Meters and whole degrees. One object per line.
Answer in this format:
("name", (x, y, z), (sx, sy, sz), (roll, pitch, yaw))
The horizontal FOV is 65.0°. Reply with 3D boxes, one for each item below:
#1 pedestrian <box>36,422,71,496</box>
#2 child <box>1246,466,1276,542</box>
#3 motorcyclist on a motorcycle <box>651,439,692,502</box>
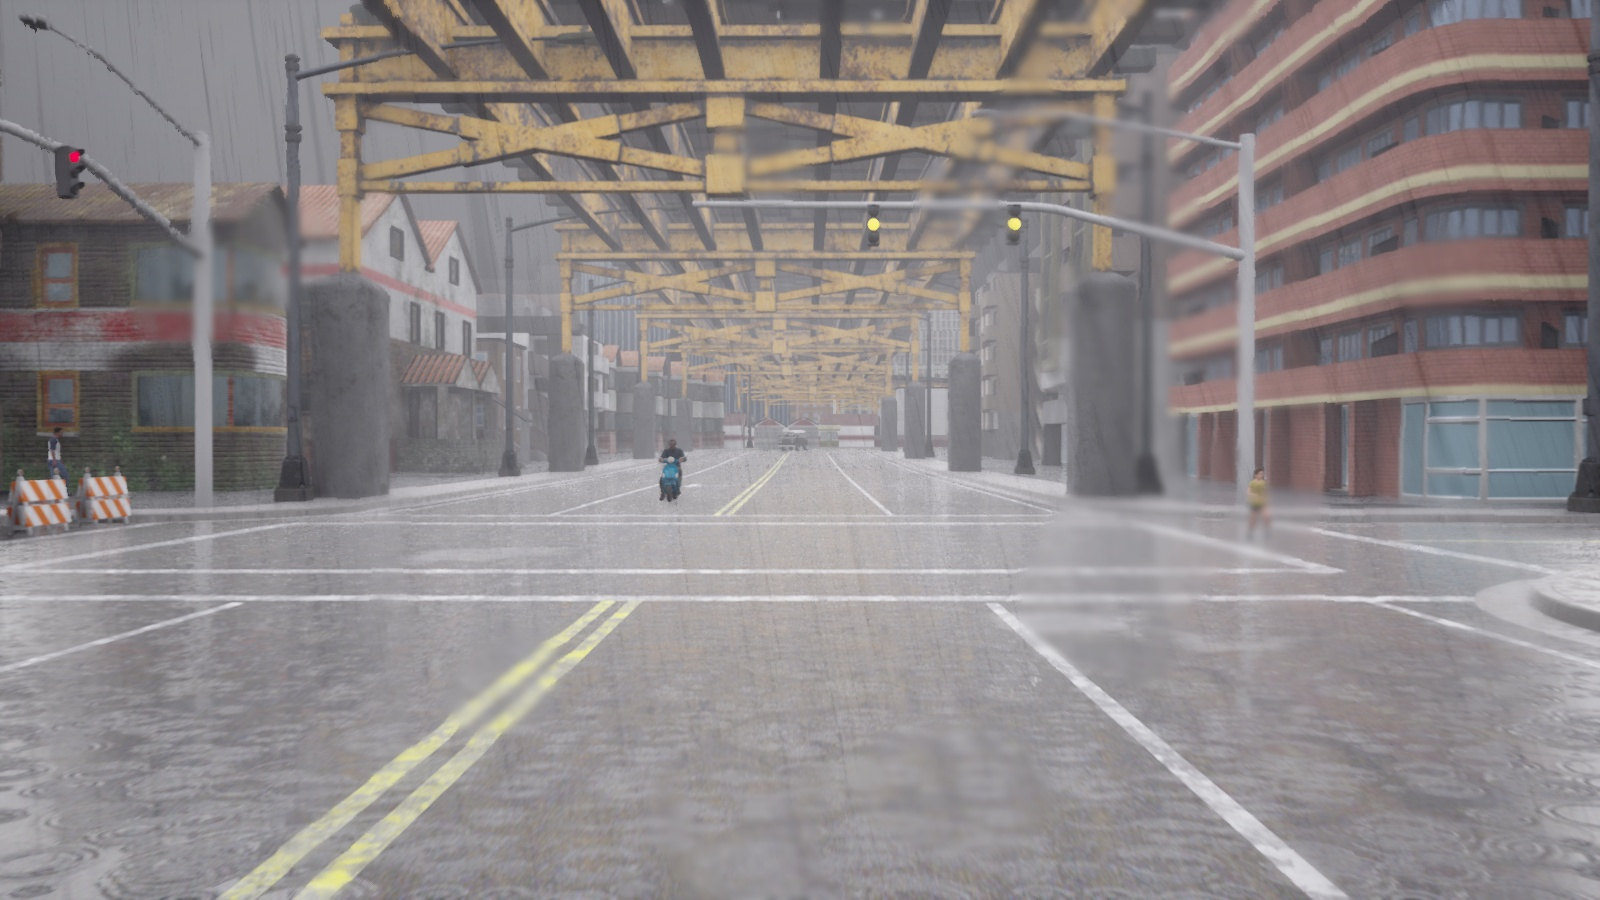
("pedestrian", (-18.833, 0.218, 31.695), (0.706, 1.836, 0.354), (0, 0, -39))
("child", (6.793, 0.789, 18.518), (0.255, 1.110, 0.394), (0, 0, -8))
("motorcyclist on a motorcycle", (-3.301, 0.515, 32.396), (0.866, 1.590, 1.817), (0, 0, 0))
